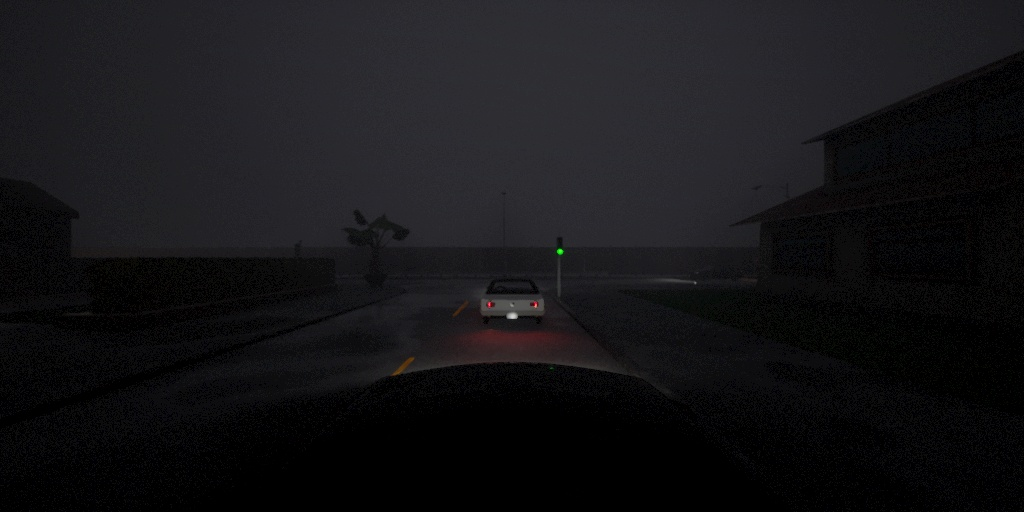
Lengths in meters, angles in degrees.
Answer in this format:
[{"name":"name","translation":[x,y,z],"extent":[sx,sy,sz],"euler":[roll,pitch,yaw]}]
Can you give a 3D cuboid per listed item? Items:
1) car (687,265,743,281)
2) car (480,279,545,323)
[{"name":"car","translation":[18.388,1.509,32.510],"extent":[4.674,1.442,1.812],"euler":[0,0,-1]},{"name":"car","translation":[0.018,1.433,12.421],"extent":[1.895,1.301,4.718],"euler":[0,0,0]}]
